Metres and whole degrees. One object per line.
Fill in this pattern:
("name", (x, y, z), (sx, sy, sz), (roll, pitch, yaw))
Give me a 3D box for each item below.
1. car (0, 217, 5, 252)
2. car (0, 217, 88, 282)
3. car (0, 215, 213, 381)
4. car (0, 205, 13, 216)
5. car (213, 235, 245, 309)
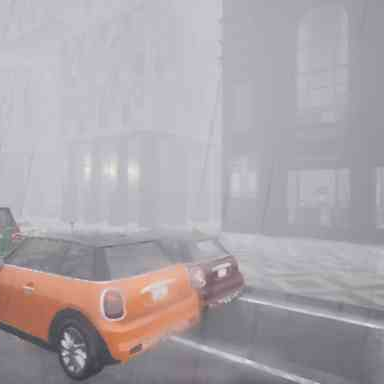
("car", (-10.029, 1.733, 14.153), (4.403, 1.369, 2.008), (0, -1, 37))
("car", (-5.647, 1.674, 10.885), (4.829, 1.417, 1.752), (0, -1, 37))
("car", (-2.174, 1.436, 5.819), (4.553, 1.767, 2.097), (0, -1, 35))
("car", (-6.997, 1.345, 9.525), (5.566, 2.045, 2.150), (0, -1, 37))
("car", (-0.993, 1.553, 7.415), (4.097, 1.590, 1.967), (0, -1, 37))
